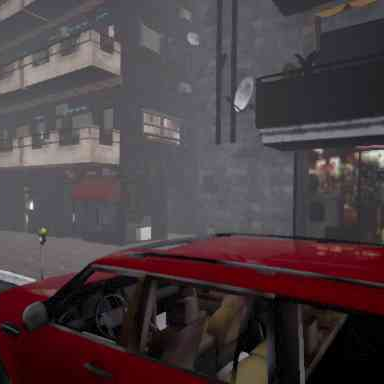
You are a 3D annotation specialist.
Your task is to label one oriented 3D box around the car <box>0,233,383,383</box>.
[{"bbox_3d":[0.038,1.313,2.831,5.009,1.841,2.192,0,1,36],"label":"car"}]
